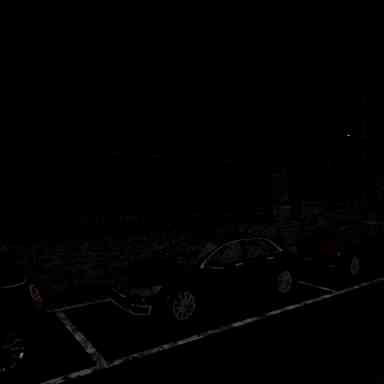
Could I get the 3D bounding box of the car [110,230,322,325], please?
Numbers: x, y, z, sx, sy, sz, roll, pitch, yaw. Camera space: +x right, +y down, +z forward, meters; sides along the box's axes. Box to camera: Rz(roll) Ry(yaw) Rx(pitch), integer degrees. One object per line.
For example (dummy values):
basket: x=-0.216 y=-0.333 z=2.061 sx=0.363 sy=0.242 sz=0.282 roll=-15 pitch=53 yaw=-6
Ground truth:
car: x=0.485 y=1.551 z=6.993 sx=4.403 sy=1.369 sz=2.008 roll=0 pitch=0 yaw=-35

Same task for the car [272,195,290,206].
car: x=10.133 y=1.027 z=41.384 sx=2.033 sy=1.411 sz=5.357 roll=0 pitch=1 yaw=-36

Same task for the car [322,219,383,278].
car: x=4.930 y=1.545 z=10.159 sx=4.507 sy=1.381 sz=1.887 roll=0 pitch=0 yaw=-35

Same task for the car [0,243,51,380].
car: x=-3.960 y=1.440 z=3.827 sx=4.097 sy=1.590 sz=1.967 roll=0 pitch=0 yaw=-35
